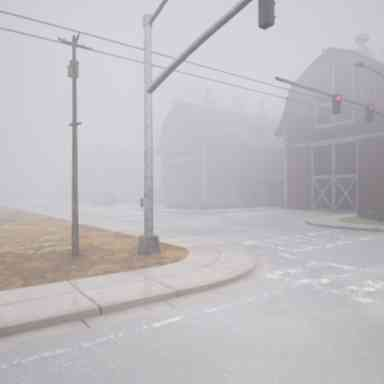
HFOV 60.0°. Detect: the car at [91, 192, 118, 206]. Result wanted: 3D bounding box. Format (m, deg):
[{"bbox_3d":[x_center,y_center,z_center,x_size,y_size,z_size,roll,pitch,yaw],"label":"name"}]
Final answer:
[{"bbox_3d":[-13.356,1.012,50.940,3.866,1.878,1.905,-2,6,11],"label":"car"}]
